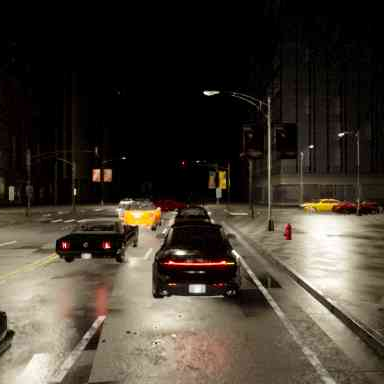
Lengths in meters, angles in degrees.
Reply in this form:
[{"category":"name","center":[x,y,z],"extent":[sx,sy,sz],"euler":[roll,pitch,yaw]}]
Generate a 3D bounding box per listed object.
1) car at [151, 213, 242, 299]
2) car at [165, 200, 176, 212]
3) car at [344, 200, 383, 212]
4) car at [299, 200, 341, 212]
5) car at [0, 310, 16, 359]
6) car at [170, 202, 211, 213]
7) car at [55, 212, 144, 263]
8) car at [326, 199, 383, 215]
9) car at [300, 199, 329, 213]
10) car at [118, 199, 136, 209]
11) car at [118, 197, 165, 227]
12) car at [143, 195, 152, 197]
[{"category":"car","center":[0.110,1.512,8.463],"extent":[1.837,1.490,4.892],"euler":[0,0,0]},{"category":"car","center":[-3.158,1.601,36.779],"extent":[5.008,1.535,1.882],"euler":[0,-1,-1]},{"category":"car","center":[20.884,1.644,39.940],"extent":[4.313,1.339,1.947],"euler":[0,0,-1]},{"category":"car","center":[15.244,1.663,39.860],"extent":[4.313,1.339,1.947],"euler":[0,0,-1]},{"category":"car","center":[-3.154,1.548,1.750],"extent":[2.033,1.411,5.357],"euler":[0,0,0]},{"category":"car","center":[0.026,1.510,17.954],"extent":[1.882,1.535,5.008],"euler":[0,0,0]},{"category":"car","center":[-3.131,1.615,12.071],"extent":[1.895,1.301,4.718],"euler":[0,0,0]},{"category":"car","center":[15.361,1.577,31.336],"extent":[4.206,1.307,1.802],"euler":[0,0,-1]},{"category":"car","center":[14.704,1.544,37.099],"extent":[5.008,1.535,1.882],"euler":[0,-1,-1]},{"category":"car","center":[-9.769,1.746,50.474],"extent":[1.812,1.442,4.674],"euler":[0,0,0]},{"category":"car","center":[-3.118,1.396,21.065],"extent":[2.097,1.767,4.553],"euler":[0,0,0]},{"category":"car","center":[-9.645,1.603,71.837],"extent":[2.150,2.045,5.566],"euler":[0,0,0]}]
